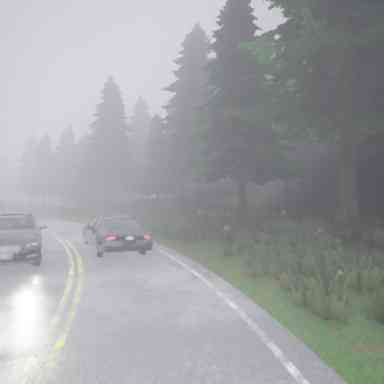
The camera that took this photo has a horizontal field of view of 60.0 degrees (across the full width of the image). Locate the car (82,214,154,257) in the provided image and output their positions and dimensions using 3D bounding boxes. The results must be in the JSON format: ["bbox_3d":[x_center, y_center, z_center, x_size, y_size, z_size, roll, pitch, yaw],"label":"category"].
[{"bbox_3d":[-3.116,1.570,13.223,2.033,1.411,5.357,2,-1,-25],"label":"car"}]

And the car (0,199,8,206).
[{"bbox_3d":[-18.212,1.230,29.706,4.902,1.511,2.128,2,-2,38],"label":"car"}]

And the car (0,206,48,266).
[{"bbox_3d":[-5.991,1.444,11.078,2.128,1.511,4.902,1,0,-25],"label":"car"}]
